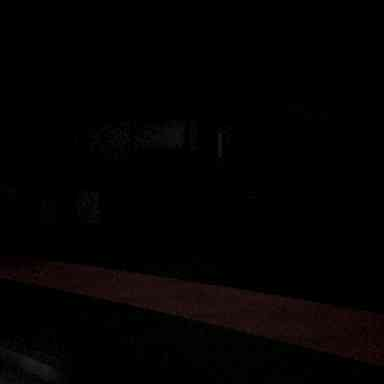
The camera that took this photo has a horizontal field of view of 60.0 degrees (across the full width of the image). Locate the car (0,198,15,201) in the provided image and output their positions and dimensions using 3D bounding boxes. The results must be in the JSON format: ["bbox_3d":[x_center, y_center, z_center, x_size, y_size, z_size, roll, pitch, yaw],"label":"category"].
[{"bbox_3d":[-18.196,1.348,31.341,1.837,1.490,4.892,0,0,23],"label":"car"}]
